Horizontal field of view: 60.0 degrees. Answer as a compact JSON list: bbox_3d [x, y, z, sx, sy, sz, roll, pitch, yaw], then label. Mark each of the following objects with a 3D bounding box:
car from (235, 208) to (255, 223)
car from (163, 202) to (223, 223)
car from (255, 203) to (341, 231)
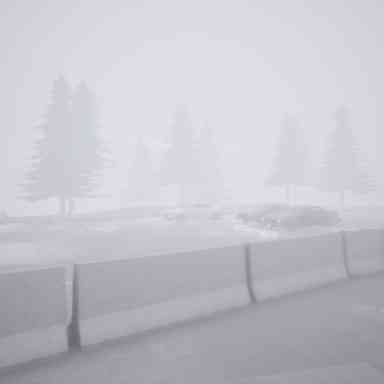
[{"bbox_3d":[5.691,1.503,23.744,5.357,1.411,2.033,0,0,-29],"label":"car"},{"bbox_3d":[0.142,1.467,24.597,4.674,1.442,1.812,0,0,-30],"label":"car"},{"bbox_3d":[6.745,1.513,20.342,5.357,1.411,2.033,0,0,-29],"label":"car"}]
